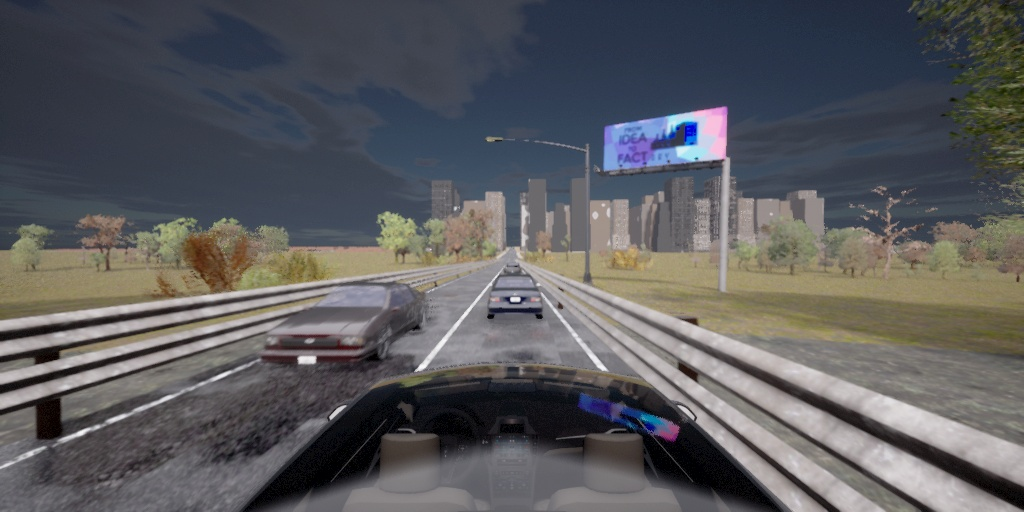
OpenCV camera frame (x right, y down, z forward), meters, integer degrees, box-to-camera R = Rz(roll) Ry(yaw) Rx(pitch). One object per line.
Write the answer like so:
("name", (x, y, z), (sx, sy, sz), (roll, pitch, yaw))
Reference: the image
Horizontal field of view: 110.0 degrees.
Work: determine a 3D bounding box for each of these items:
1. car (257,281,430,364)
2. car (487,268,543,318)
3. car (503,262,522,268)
("car", (-3.353, 1.327, 8.527), (2.033, 1.411, 5.357), (0, 0, 0))
("car", (0.093, 1.348, 13.146), (2.033, 1.411, 5.357), (0, 0, 0))
("car", (0.075, 1.401, 38.181), (2.128, 1.511, 4.902), (0, 0, 0))
